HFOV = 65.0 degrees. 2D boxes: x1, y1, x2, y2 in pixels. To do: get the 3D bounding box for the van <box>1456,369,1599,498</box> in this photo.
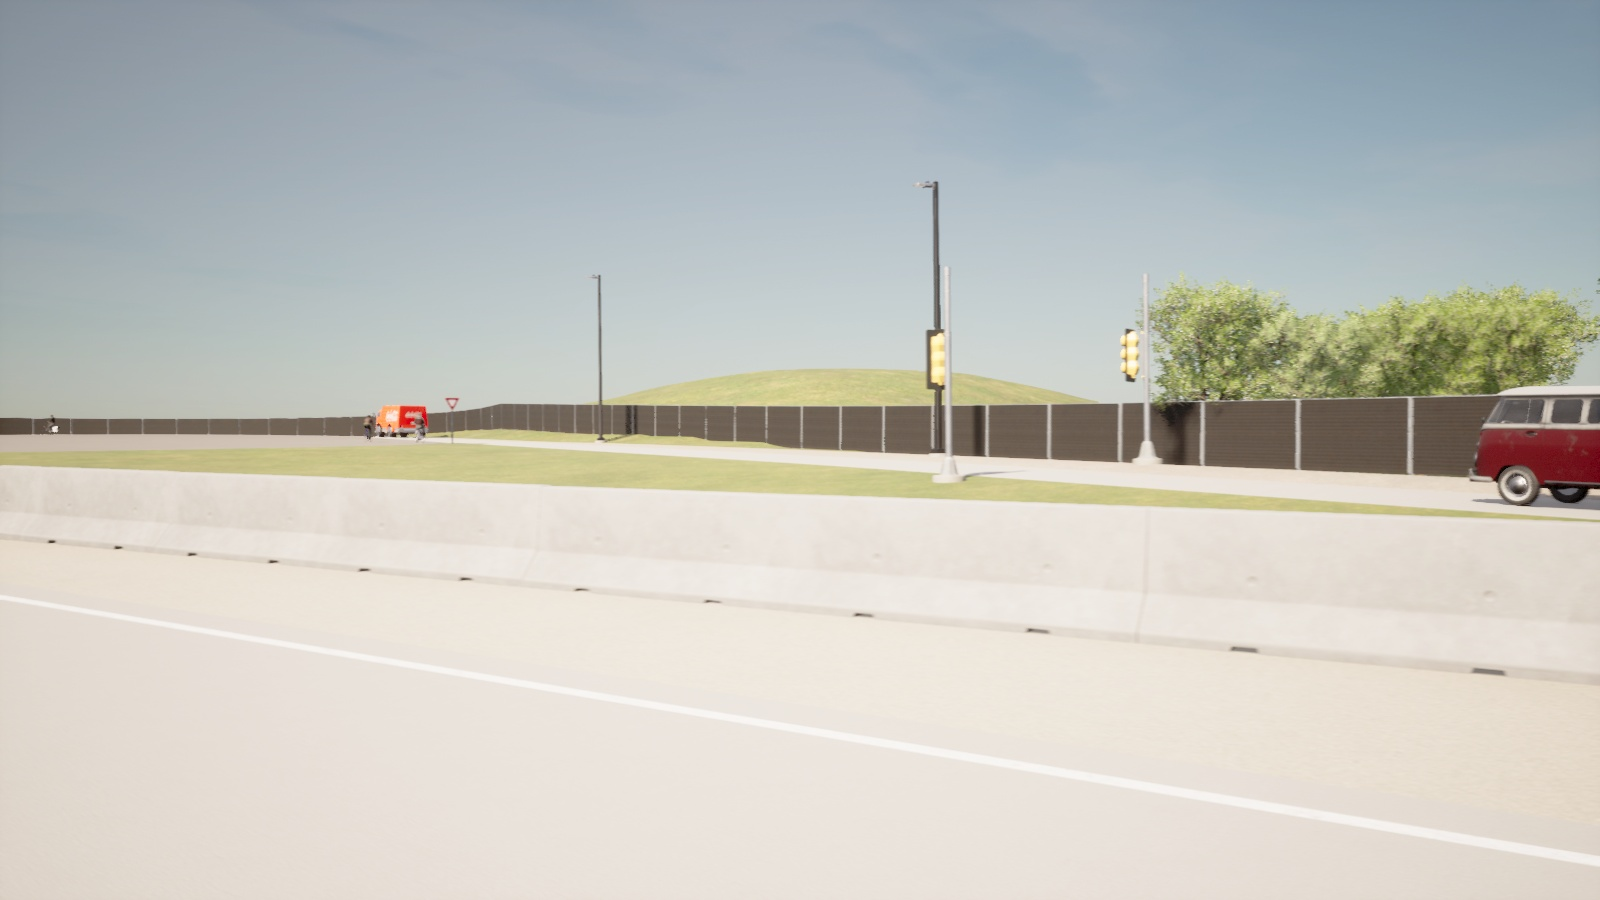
[{"bbox_3d":[13.089,-0.278,19.975,1.775,1.987,4.442,-2,2,-30],"label":"van"}]
